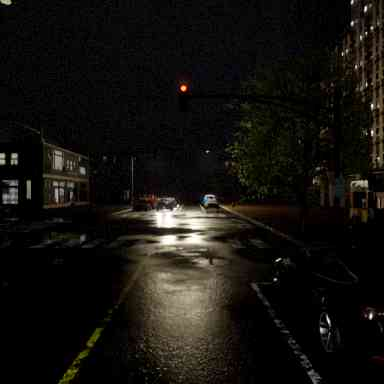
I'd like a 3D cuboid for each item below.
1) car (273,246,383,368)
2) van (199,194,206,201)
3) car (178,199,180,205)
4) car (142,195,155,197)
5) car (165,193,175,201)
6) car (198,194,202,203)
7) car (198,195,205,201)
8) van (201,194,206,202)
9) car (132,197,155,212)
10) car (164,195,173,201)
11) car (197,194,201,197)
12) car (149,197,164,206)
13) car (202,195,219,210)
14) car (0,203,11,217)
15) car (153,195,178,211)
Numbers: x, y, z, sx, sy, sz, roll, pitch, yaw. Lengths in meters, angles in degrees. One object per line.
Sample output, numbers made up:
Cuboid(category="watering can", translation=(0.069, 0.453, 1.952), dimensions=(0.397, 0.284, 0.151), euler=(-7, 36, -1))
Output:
Cuboid(category="car", translation=(2.687, 1.566, 5.763), dimensions=(1.947, 1.339, 4.313), euler=(0, 0, 0))
Cuboid(category="van", translation=(2.587, 1.349, 82.650), dimensions=(1.690, 1.788, 3.998), euler=(0, 0, 0))
Cuboid(category="car", translation=(-3.166, 1.567, 49.137), dimensions=(1.994, 1.385, 4.181), euler=(0, 0, -1))
Cuboid(category="car", translation=(-5.743, 1.318, 43.779), dimensions=(2.192, 1.841, 5.009), euler=(0, 0, 0))
Cuboid(category="car", translation=(-5.802, 1.324, 88.187), dimensions=(2.192, 1.841, 5.009), euler=(0, 0, 0))
Cuboid(category="car", translation=(2.614, 1.556, 60.446), dimensions=(2.008, 1.369, 4.403), euler=(0, 0, 0))
Cuboid(category="car", translation=(2.578, 1.534, 88.371), dimensions=(1.752, 1.417, 4.829), euler=(0, 0, 0))
Cuboid(category="van", translation=(2.630, 1.345, 49.344), dimensions=(1.690, 1.788, 3.998), euler=(0, 0, 0))
Cuboid(category="car", translation=(-5.736, 1.584, 38.228), dimensions=(1.802, 1.307, 4.206), euler=(0, 0, 0))
Cuboid(category="car", translation=(-5.795, 1.558, 82.636), dimensions=(2.008, 1.369, 4.403), euler=(0, 0, 0))
Cuboid(category="car", translation=(2.600, 1.572, 71.548), dimensions=(1.947, 1.339, 4.313), euler=(0, 0, 0))
Cuboid(category="car", translation=(-5.758, 1.555, 54.881), dimensions=(2.008, 1.369, 4.403), euler=(0, 0, 0))
Cuboid(category="car", translation=(2.636, 1.528, 43.962), dimensions=(1.752, 1.417, 4.829), euler=(0, 0, 0))
Cuboid(category="car", translation=(-17.304, 1.371, 27.216), dimensions=(4.507, 1.381, 1.887), euler=(1, -1, -1))
Cuboid(category="car", translation=(-3.145, 1.494, 40.006), dimensions=(2.128, 1.511, 4.902), euler=(0, 0, 0))
